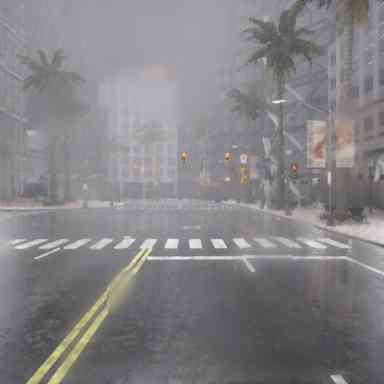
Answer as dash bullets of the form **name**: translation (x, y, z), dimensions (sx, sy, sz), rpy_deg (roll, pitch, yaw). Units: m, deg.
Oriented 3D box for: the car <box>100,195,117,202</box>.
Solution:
- **car**: translation (-19.555, 1.520, 78.000), dimensions (4.902, 1.511, 2.128), rpy_deg (0, 0, 38)
